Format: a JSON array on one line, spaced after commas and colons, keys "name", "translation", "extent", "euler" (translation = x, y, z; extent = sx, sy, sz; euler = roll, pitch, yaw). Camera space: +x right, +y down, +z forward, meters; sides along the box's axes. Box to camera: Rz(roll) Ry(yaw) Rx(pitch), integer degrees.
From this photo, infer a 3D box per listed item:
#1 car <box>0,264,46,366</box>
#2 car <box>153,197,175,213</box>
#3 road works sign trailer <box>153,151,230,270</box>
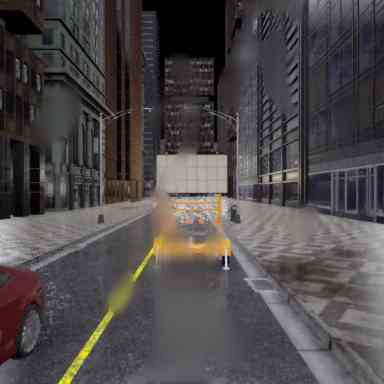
[{"name": "car", "translation": [-3.101, 1.525, 3.275], "extent": [1.812, 1.442, 4.674], "euler": [0, 0, 0]}, {"name": "car", "translation": [-3.026, 1.351, 36.220], "extent": [2.097, 1.767, 4.553], "euler": [0, 0, 0]}, {"name": "road works sign trailer", "translation": [-0.002, 0.463, 11.057], "extent": [2.380, 3.560, 2.880], "euler": [0, 0, 0]}]
